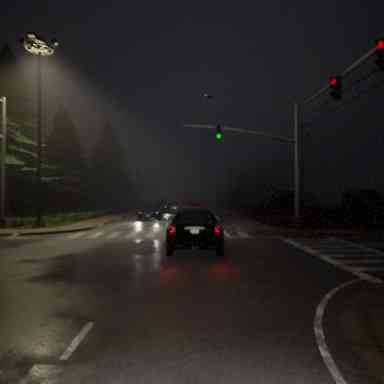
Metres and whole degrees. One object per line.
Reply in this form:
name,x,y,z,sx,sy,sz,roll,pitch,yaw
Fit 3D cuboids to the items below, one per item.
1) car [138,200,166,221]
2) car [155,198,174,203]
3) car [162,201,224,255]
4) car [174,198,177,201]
car,-3.588,1.680,29.384,1.812,1.442,4.674,0,0,0
car,-3.585,1.553,38.081,2.097,1.767,4.553,0,0,0
car,0.099,1.407,13.673,2.097,1.767,4.553,0,0,0
car,-3.493,1.860,59.504,2.033,1.411,5.357,0,0,0
